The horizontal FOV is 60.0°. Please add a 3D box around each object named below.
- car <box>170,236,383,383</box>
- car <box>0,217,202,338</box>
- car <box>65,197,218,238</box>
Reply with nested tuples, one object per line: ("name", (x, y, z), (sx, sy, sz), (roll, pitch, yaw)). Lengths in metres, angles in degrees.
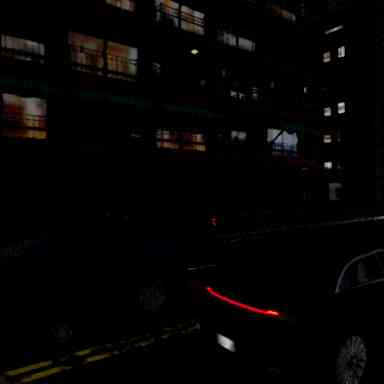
("car", (2.340, 1.463, 5.165), (4.902, 1.511, 2.128), (0, 0, -36))
("car", (-2.431, 1.472, 5.971), (5.008, 1.535, 1.882), (0, 0, -36))
("car", (-1.722, 1.198, 10.488), (5.566, 2.045, 2.150), (0, 0, -36))
